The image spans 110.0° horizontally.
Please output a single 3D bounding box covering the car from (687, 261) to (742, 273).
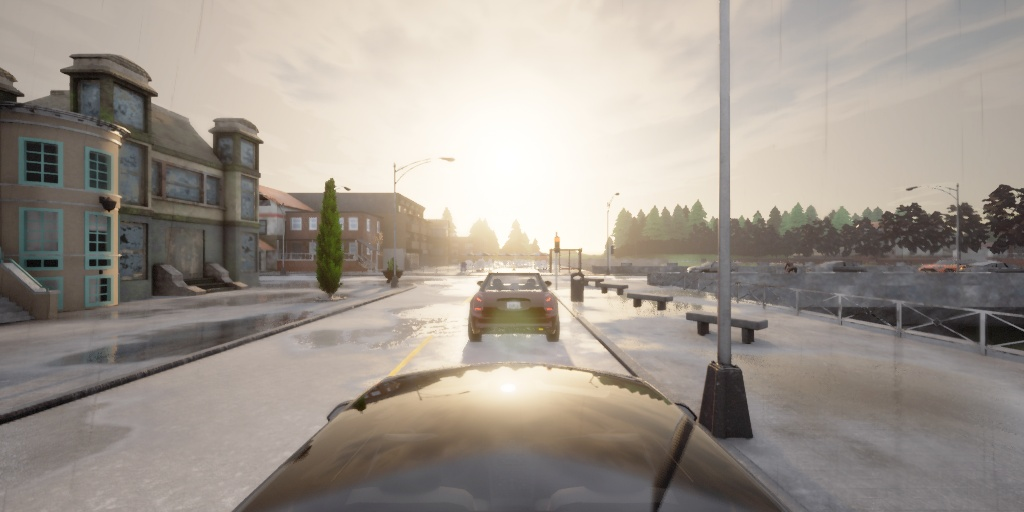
[{"bbox_3d":[19.235,1.241,34.077,4.902,1.511,2.128,0,0,0],"label":"car"}]

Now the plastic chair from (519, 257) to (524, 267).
[{"bbox_3d":[1.246,1.279,63.364,0.750,1.272,0.730,0,0,0],"label":"plastic chair"}]

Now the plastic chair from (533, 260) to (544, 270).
[{"bbox_3d":[3.592,1.279,47.924,0.750,1.272,0.730,0,0,0],"label":"plastic chair"}]

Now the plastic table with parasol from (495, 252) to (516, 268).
[{"bbox_3d":[-1.029,0.675,56.940,2.482,2.480,2.482,0,0,0],"label":"plastic table with parasol"}]

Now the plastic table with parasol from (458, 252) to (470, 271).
[{"bbox_3d":[-6.950,0.675,56.569,2.482,2.480,2.482,0,0,0],"label":"plastic table with parasol"}]

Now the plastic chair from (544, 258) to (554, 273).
[{"bbox_3d":[4.995,1.279,49.020,0.730,1.272,0.750,0,0,0],"label":"plastic chair"}]

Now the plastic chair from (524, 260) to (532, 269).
[{"bbox_3d":[2.396,1.279,49.228,0.730,1.272,0.750,0,0,0],"label":"plastic chair"}]

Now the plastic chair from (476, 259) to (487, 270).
[{"bbox_3d":[-4.206,1.279,48.750,0.750,1.272,0.730,0,0,0],"label":"plastic chair"}]

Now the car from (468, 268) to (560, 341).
[{"bbox_3d":[0.065,1.102,9.995,2.097,1.767,4.553,0,0,1],"label":"car"}]

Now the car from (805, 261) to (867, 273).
[{"bbox_3d":[30.659,1.254,34.035,4.892,1.490,1.837,0,0,0],"label":"car"}]

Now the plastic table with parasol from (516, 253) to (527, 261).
[{"bbox_3d":[1.366,0.675,64.542,2.482,2.480,2.482,0,0,0],"label":"plastic table with parasol"}]

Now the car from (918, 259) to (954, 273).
[{"bbox_3d":[41.581,1.104,33.972,4.553,1.767,2.097,0,0,1],"label":"car"}]

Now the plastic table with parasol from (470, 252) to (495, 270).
[{"bbox_3d":[-4.082,0.675,49.970,2.482,2.480,2.482,0,0,0],"label":"plastic table with parasol"}]

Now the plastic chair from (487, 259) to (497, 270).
[{"bbox_3d":[-2.802,1.279,49.846,0.730,1.272,0.750,0,0,0],"label":"plastic chair"}]

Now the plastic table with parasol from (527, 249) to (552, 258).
[{"bbox_3d":[3.736,0.675,49.194,2.482,2.480,2.482,0,0,0],"label":"plastic table with parasol"}]

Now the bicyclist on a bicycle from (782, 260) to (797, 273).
[{"bbox_3d":[19.889,1.099,25.676,0.582,1.620,1.656,0,0,0],"label":"bicyclist on a bicycle"}]

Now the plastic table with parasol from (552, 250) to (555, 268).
[{"bbox_3d":[5.174,0.675,57.819,2.482,2.480,2.482,0,0,0],"label":"plastic table with parasol"}]

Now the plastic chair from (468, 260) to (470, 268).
[{"bbox_3d":[-5.401,1.279,50.054,0.730,1.272,0.750,0,0,0],"label":"plastic chair"}]

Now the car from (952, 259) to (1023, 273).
[{"bbox_3d":[40.464,1.255,29.898,4.892,1.490,1.837,0,0,1],"label":"car"}]

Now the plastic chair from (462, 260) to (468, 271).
[{"bbox_3d":[-6.880,1.279,55.391,0.750,1.272,0.730,0,0,0],"label":"plastic chair"}]

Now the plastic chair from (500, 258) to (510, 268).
[{"bbox_3d":[-1.083,1.279,55.740,0.750,1.272,0.730,0,0,0],"label":"plastic chair"}]

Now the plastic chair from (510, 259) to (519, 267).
[{"bbox_3d":[0.321,1.279,56.835,0.730,1.272,0.750,0,0,0],"label":"plastic chair"}]
